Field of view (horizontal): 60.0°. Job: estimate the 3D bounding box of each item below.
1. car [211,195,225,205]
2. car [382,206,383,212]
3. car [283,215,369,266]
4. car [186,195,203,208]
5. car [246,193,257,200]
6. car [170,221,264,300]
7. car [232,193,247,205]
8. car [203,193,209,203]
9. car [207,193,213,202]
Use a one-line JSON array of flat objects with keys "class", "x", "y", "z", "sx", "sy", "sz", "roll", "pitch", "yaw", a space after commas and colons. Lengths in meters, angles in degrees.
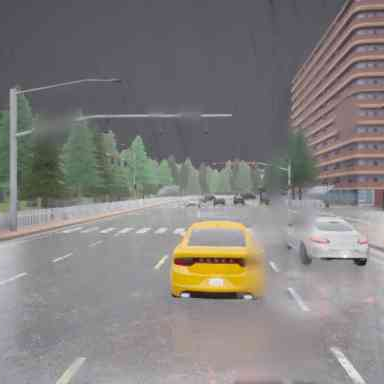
[{"class": "car", "x": 4.902, "y": 1.601, "z": 59.653, "sx": 1.895, "sy": 1.301, "sz": 4.718, "roll": 0, "pitch": 0, "yaw": 5}, {"class": "car", "x": 22.452, "y": 1.560, "z": 34.514, "sx": 4.892, "sy": 1.490, "sz": 1.837, "roll": 0, "pitch": 0, "yaw": 5}, {"class": "car", "x": 4.436, "y": 1.526, "z": 11.521, "sx": 1.812, "sy": 1.442, "sz": 4.674, "roll": 0, "pitch": 0, "yaw": 5}, {"class": "car", "x": 0.223, "y": 1.527, "z": 47.839, "sx": 1.812, "sy": 1.442, "sz": 4.674, "roll": 0, "pitch": 0, "yaw": 5}, {"class": "car", "x": 15.875, "y": 1.225, "z": 93.278, "sx": 5.566, "sy": 2.045, "sz": 2.150, "roll": 0, "pitch": 0, "yaw": -45}, {"class": "car", "x": 0.657, "y": 1.478, "z": 8.488, "sx": 1.882, "sy": 1.535, "sz": 5.008, "roll": 0, "pitch": 0, "yaw": 5}, {"class": "car", "x": 8.522, "y": 1.505, "z": 60.961, "sx": 1.837, "sy": 1.490, "sz": 4.892, "roll": 0, "pitch": 0, "yaw": 5}, {"class": "car", "x": 1.899, "y": 1.525, "z": 67.282, "sx": 1.812, "sy": 1.442, "sz": 4.674, "roll": 0, "pitch": 0, "yaw": 5}, {"class": "car", "x": 3.756, "y": 1.225, "z": 78.861, "sx": 2.150, "sy": 2.045, "sz": 5.566, "roll": 0, "pitch": 0, "yaw": 17}]
